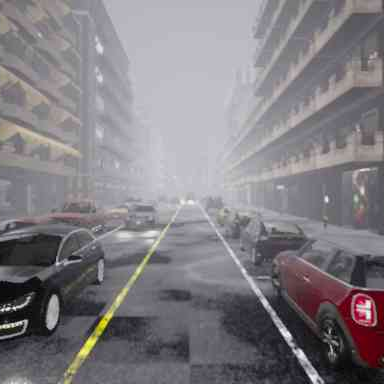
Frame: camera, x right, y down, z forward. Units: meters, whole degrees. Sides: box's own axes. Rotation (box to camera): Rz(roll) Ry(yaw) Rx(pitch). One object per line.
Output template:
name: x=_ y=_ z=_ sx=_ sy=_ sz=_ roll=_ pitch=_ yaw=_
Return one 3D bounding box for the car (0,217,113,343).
car: x=-3.119 y=1.511 z=6.766 sx=1.837 sy=1.490 sz=4.892 roll=0 pitch=0 yaw=0

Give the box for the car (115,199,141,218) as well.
car: x=-5.775 y=1.540 z=27.835 sx=1.752 sy=1.417 sz=4.829 roll=1 pitch=0 yaw=0

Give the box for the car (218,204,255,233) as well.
car: x=2.645 y=1.551 z=16.866 sx=2.008 sy=1.369 sz=4.403 roll=1 pitch=0 yaw=0

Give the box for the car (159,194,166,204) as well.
car: x=-5.913 y=1.351 z=66.980 sx=2.192 sy=1.841 sz=5.009 roll=1 pitch=0 yaw=0

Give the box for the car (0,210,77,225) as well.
car: x=-5.716 y=1.555 z=11.302 sx=1.887 sy=1.381 sz=4.507 roll=1 pitch=0 yaw=0

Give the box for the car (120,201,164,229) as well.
car: x=-3.145 y=1.535 z=21.852 sx=1.812 sy=1.442 sz=4.674 roll=0 pitch=0 yaw=0

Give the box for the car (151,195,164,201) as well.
car: x=-5.856 y=1.592 z=50.277 sx=1.947 sy=1.339 sz=4.313 roll=1 pitch=0 yaw=0

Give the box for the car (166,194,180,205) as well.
car: x=-3.247 y=1.511 z=61.610 sx=1.882 sy=1.535 sz=5.008 roll=0 pitch=0 yaw=0

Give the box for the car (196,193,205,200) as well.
car: x=2.367 y=1.360 z=94.817 sx=2.192 sy=1.841 sz=5.009 roll=1 pitch=0 yaw=0

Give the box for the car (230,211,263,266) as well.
car: x=2.664 y=1.550 z=11.298 sx=2.008 sy=1.369 sz=4.403 roll=1 pitch=0 yaw=0

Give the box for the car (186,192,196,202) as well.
car: x=-0.260 y=1.113 z=73.351 sx=2.150 sy=2.045 sz=5.566 roll=0 pitch=0 yaw=0

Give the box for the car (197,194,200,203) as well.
car: x=2.444 y=1.595 z=72.545 sx=1.947 sy=1.339 sz=4.313 roll=1 pitch=0 yaw=0

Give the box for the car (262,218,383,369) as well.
car: x=2.686 y=1.438 z=5.730 sx=1.967 sy=1.590 sz=4.097 roll=1 pitch=0 yaw=0

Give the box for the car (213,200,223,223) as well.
car: x=2.625 y=1.528 z=22.604 sx=1.752 sy=1.417 sz=4.829 roll=1 pitch=0 yaw=0

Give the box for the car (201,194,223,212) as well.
car: x=2.567 y=1.324 z=39.137 sx=2.192 sy=1.841 sz=5.009 roll=1 pitch=0 yaw=0

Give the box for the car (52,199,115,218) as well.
car: x=-5.733 y=1.326 z=16.870 sx=2.192 sy=1.841 sz=5.009 roll=1 pitch=0 yaw=0

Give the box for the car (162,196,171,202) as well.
car: x=-5.957 y=1.625 z=78.116 sx=1.802 sy=1.307 sz=4.206 roll=1 pitch=0 yaw=0

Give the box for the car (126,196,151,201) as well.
car: x=-5.793 y=1.332 z=33.573 sx=2.192 sy=1.841 sz=5.009 roll=1 pitch=0 yaw=0

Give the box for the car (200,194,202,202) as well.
car: x=2.794 y=1.475 z=58.735 sx=1.801 sy=1.575 sz=5.366 roll=0 pitch=0 yaw=0
